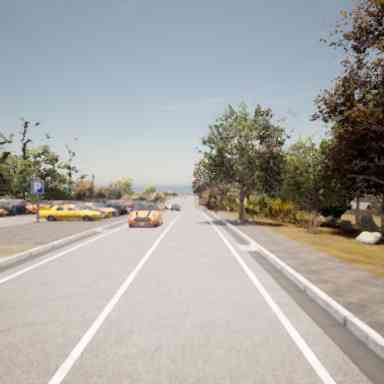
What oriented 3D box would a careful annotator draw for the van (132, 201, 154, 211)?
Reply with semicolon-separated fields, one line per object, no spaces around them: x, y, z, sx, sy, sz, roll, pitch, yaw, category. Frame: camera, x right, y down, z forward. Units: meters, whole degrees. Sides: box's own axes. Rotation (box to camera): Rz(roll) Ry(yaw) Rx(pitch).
-10.200;2.981;69.599;4.442;1.987;1.878;0;-3;0;van

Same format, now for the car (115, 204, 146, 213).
-10.293;2.706;55.735;4.792;1.488;2.163;0;-2;0;car

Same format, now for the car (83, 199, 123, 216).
-10.364;1.895;36.324;4.553;1.767;2.185;0;-2;0;car

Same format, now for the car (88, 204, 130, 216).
-10.359;2.236;41.864;4.792;1.488;2.163;0;-2;0;car

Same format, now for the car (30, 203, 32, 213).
-23.377;2.180;44.847;4.553;1.767;2.185;0;-2;0;car

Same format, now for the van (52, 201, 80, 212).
-23.283;2.643;61.462;4.442;1.987;1.878;0;-2;0;van

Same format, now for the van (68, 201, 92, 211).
-23.513;2.987;69.750;4.442;1.987;1.878;0;-3;0;van

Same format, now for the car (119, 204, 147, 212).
-10.325;2.811;58.511;4.674;1.452;2.002;0;-2;0;car

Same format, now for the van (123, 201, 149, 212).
-10.204;2.639;61.294;4.442;1.987;1.878;0;-2;0;van

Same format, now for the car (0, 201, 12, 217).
-23.227;2.023;36.540;5.366;1.575;1.946;0;-2;0;car

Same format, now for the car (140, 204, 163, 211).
-10.125;3.897;83.452;5.366;1.575;1.946;0;-3;0;car

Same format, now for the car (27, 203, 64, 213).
-23.398;2.588;53.150;4.892;1.521;2.231;0;-2;0;car

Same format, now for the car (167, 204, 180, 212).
-3.268;3.106;65.989;1.837;1.490;4.892;0;-2;0;car

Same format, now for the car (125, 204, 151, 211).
-10.349;2.989;64.066;4.792;1.488;2.163;0;-2;0;car

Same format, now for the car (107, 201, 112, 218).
-10.341;1.857;30.773;4.892;1.521;2.231;0;-2;0;car

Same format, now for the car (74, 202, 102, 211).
-23.365;3.232;75.160;5.566;2.045;2.435;0;-3;0;car

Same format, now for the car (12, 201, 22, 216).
-23.404;2.119;39.306;4.892;1.521;2.231;0;-2;0;car

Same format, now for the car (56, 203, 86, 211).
-23.404;2.963;64.223;5.008;1.535;2.097;0;-2;0;car

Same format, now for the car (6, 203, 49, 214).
-23.402;2.395;47.487;5.008;1.535;2.097;0;-2;0;car

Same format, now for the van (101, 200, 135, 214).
-10.444;2.169;47.421;4.442;1.987;1.878;0;-2;0;van

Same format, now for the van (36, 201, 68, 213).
-23.520;2.456;55.926;4.442;1.987;1.878;0;-2;0;van

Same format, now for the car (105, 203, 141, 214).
-10.331;2.488;50.188;5.008;1.535;2.097;0;-2;0;car

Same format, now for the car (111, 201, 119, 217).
-10.340;1.934;33.544;5.008;1.535;2.097;0;-2;0;car

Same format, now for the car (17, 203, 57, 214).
-23.400;2.493;50.381;5.008;1.535;2.097;0;-2;0;car

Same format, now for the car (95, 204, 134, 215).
-10.331;2.340;44.638;4.674;1.452;2.002;0;-2;0;car

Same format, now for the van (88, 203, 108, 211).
-23.507;3.673;83.459;4.442;1.987;1.878;0;-3;0;van

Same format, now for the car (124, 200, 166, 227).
-3.348;1.606;24.552;2.097;1.767;4.553;0;-1;0;car

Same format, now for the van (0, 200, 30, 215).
-23.526;1.986;42.083;4.442;1.987;1.878;0;-2;0;van

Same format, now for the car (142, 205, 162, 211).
-10.303;4.040;86.225;4.892;1.521;2.231;0;-3;0;car

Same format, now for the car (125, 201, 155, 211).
-10.346;2.817;66.828;5.566;2.045;2.435;0;-3;0;car

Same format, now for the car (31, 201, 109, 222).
-10.151;1.782;28.005;5.366;1.575;1.946;0;-2;0;car

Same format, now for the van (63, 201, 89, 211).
-23.281;2.842;66.850;4.442;1.987;1.878;0;-2;0;van
